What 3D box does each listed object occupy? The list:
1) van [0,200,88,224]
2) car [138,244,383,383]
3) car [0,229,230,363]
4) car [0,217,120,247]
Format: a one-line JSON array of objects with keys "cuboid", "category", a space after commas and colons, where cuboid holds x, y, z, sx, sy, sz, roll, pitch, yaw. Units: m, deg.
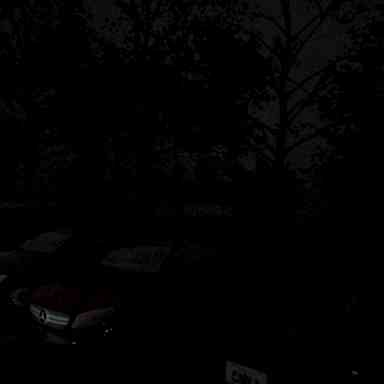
[{"cuboid": [-5.120, 1.256, 9.262, 1.878, 1.987, 4.442, 0, 1, 35], "category": "van"}, {"cuboid": [1.782, 1.515, 4.524, 2.163, 1.488, 4.792, 0, 0, 36], "category": "car"}, {"cuboid": [-0.603, 1.528, 6.195, 2.002, 1.452, 4.674, 0, 0, 36], "category": "car"}, {"cuboid": [-2.869, 1.524, 7.813, 2.002, 1.452, 4.674, 0, 0, 36], "category": "car"}]
